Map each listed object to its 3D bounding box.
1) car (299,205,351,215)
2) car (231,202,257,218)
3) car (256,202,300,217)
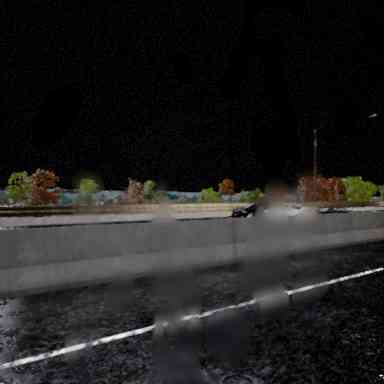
[{"bbox_3d":[10.007,1.737,23.820,4.181,1.385,1.994,1,0,-35],"label":"car"},{"bbox_3d":[5.705,1.645,29.355,5.008,1.535,1.882,1,0,-35],"label":"car"},{"bbox_3d":[7.620,1.694,26.434,4.674,1.442,1.812,1,0,-35],"label":"car"}]
